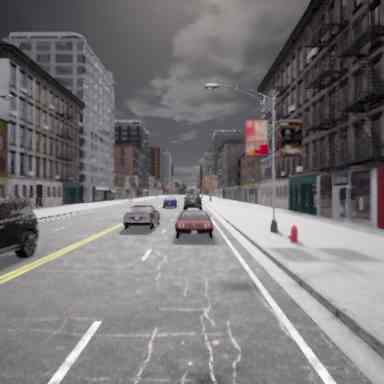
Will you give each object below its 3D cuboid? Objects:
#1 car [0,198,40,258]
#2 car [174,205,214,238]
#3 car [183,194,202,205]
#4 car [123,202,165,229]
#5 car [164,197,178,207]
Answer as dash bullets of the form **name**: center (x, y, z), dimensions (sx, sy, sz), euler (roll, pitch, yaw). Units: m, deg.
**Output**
- **car**: center (-6.596, 1.220, 9.829), dimensions (2.150, 2.045, 5.566), euler (0, 0, 0)
- **car**: center (0.106, 1.598, 17.762), dimensions (1.895, 1.301, 4.718), euler (0, 0, 0)
- **car**: center (0.117, 1.218, 41.500), dimensions (2.150, 2.045, 5.566), euler (0, 0, 0)
- **car**: center (-3.140, 1.545, 21.529), dimensions (2.033, 1.411, 5.357), euler (0, 0, 0)
- **car**: center (-3.128, 1.472, 48.903), dimensions (1.882, 1.535, 5.008), euler (0, 0, 0)
